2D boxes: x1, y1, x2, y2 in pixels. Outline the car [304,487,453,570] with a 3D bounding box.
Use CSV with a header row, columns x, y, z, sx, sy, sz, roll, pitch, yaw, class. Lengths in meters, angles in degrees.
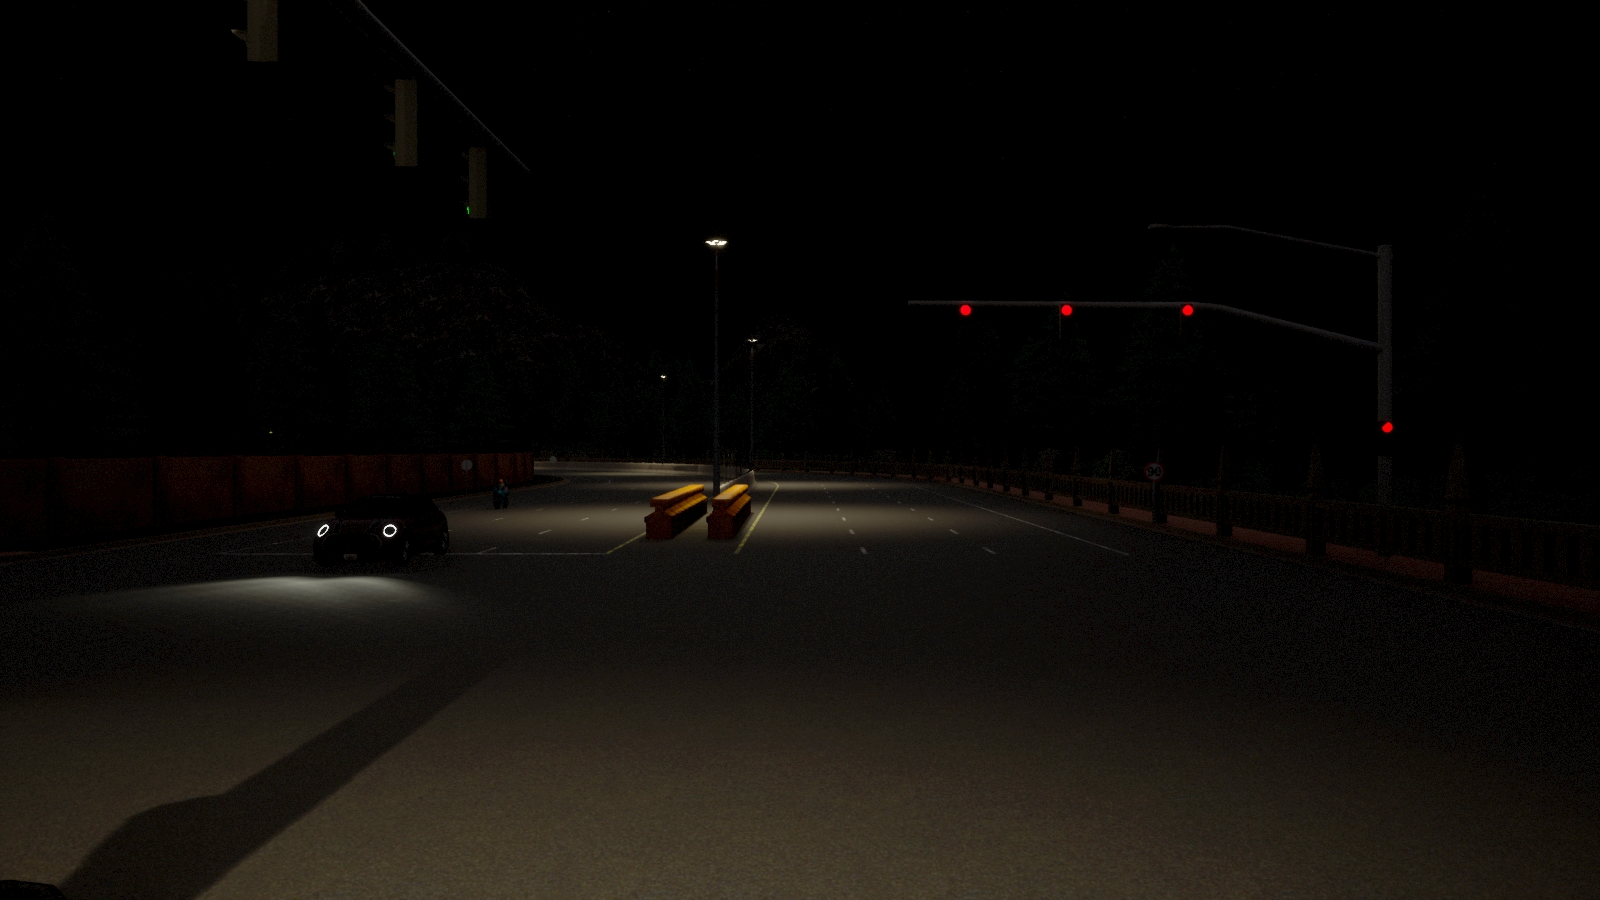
x,y,z,sx,sy,sz,roll,pitch,yaw,class
-10.504,1.906,28.861,2.097,1.767,4.553,0,0,0,car
